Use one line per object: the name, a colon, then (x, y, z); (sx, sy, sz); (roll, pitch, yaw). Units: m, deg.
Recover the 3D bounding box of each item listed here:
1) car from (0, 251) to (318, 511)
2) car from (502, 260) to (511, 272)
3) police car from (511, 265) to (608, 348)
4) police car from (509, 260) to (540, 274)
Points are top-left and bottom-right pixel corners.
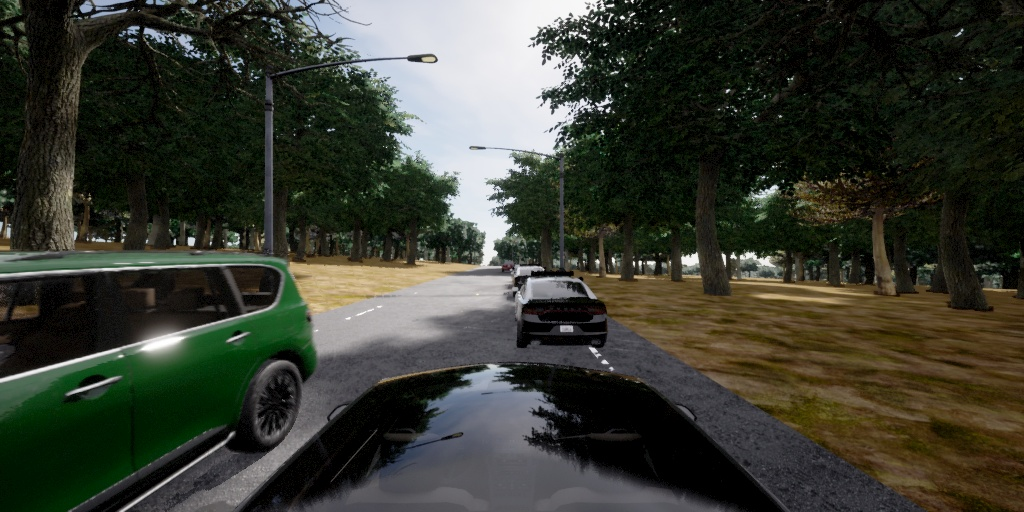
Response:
car: (-3.505, 0.972, 2.225); (2.150, 2.045, 5.566); (0, 0, 0)
car: (-0.421, 1.402, 51.669); (2.097, 1.767, 4.553); (0, -1, -1)
police car: (1.033, 1.190, 9.426); (1.930, 1.638, 5.238); (0, 0, 0)
police car: (0.966, 1.219, 19.440); (1.930, 1.638, 5.238); (-1, 0, 0)
